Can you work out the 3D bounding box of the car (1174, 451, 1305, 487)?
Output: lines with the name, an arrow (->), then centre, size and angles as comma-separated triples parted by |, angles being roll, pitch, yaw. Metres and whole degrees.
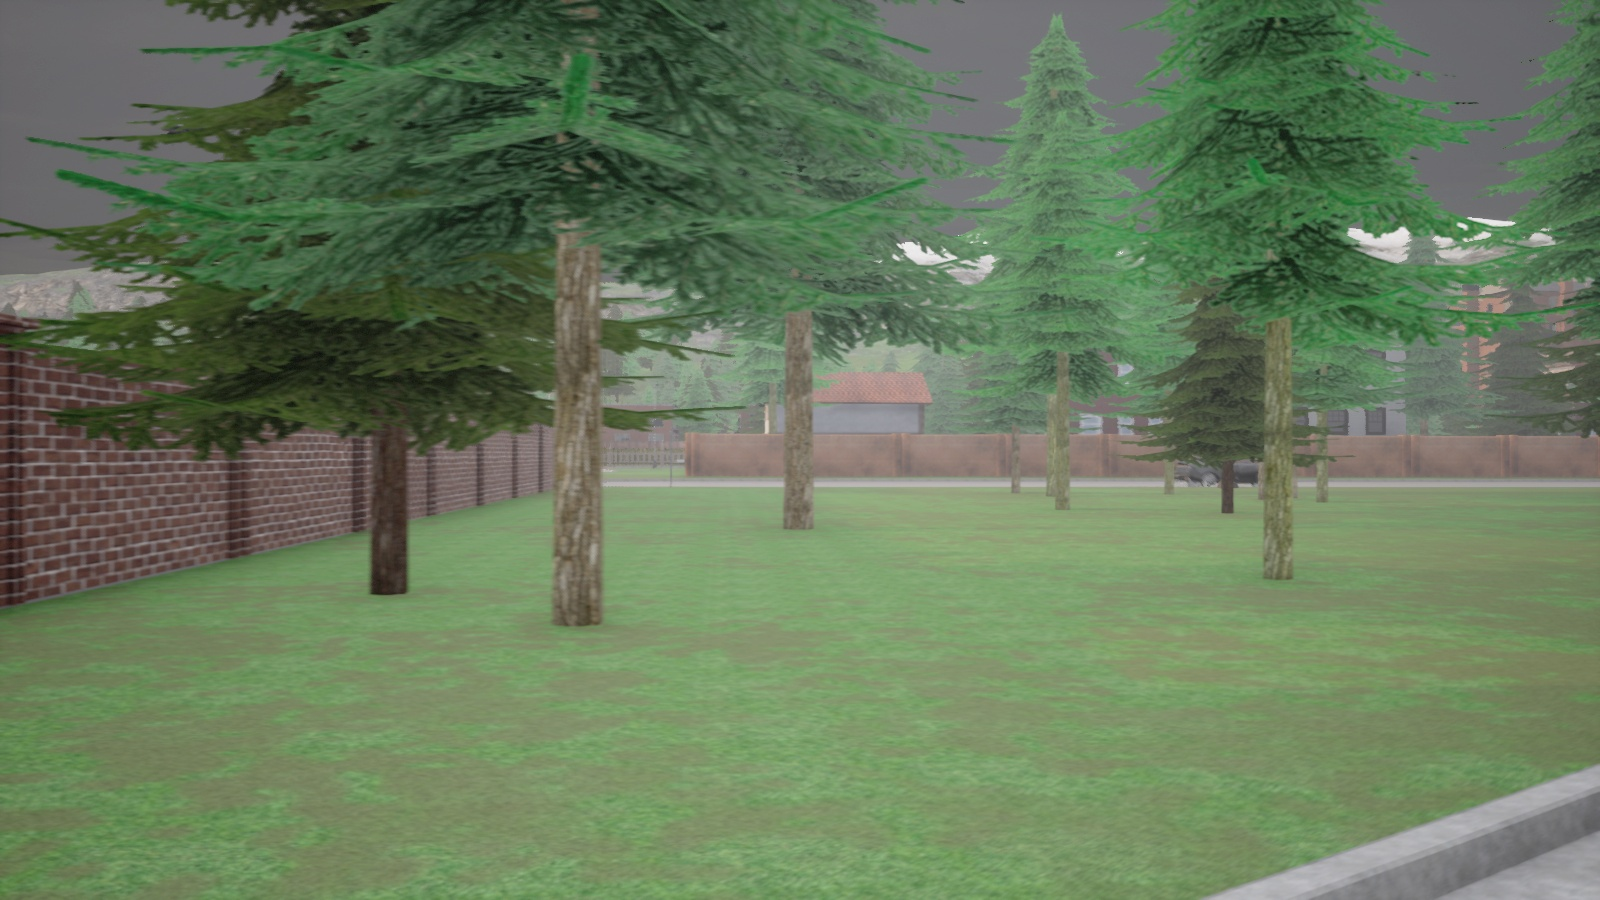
car -> 18.902, 0.802, 54.181 | 4.902, 1.511, 2.128 | 0, 0, -4
